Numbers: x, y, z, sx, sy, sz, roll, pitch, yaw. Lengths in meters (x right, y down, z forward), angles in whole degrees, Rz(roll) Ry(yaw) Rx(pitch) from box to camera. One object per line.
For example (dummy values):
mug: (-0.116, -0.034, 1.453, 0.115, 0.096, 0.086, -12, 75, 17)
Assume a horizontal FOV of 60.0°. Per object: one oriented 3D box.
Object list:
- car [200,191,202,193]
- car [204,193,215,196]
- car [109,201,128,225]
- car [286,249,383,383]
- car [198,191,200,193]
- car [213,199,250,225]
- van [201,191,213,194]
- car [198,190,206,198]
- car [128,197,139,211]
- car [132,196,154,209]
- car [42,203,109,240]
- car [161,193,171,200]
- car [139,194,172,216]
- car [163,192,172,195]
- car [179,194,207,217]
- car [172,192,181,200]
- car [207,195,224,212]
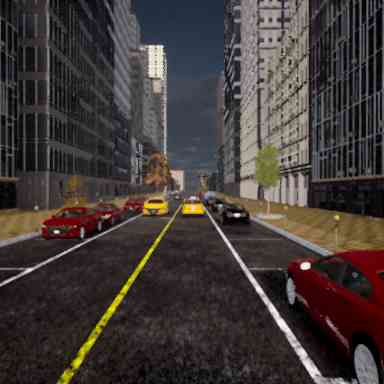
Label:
car: (2.692, 0.959, 56.064, 1.967, 1.590, 4.097, 0, 1, 0)
car: (2.692, 1.188, 44.681, 1.947, 1.339, 4.313, 0, 1, 0)
car: (-5.689, 1.401, 21.921, 1.802, 1.307, 4.206, 0, 0, 0)
car: (2.692, 1.506, 4.837, 1.887, 1.381, 4.507, 0, 0, 0)
car: (2.693, 0.618, 78.831, 2.192, 1.841, 5.009, 0, 1, 0)
car: (2.692, 1.385, 21.913, 1.947, 1.339, 4.313, 0, 0, 0)
van: (2.692, 0.912, 50.372, 1.690, 1.788, 3.998, 0, 1, 0)
car: (2.692, 0.508, 90.215, 2.192, 1.841, 5.009, 0, 1, 0)
car: (-5.689, 1.267, 33.305, 1.887, 1.381, 4.507, 0, 0, 0)
car: (-5.689, 1.239, 38.997, 1.947, 1.339, 4.313, 0, 0, 0)
car: (-5.689, 1.412, 16.227, 1.887, 1.381, 4.507, 0, 0, 0)
car: (-5.689, 0.909, 73.152, 2.008, 1.369, 4.403, 0, 1, 0)
car: (-3.099, 1.236, 29.091, 1.882, 1.535, 5.008, 0, 0, 0)
car: (-5.689, 0.939, 67.289, 1.752, 1.417, 4.829, 0, 1, 0)
car: (0.096, 1.218, 28.652, 1.801, 1.575, 5.366, 0, 0, 0)
car: (-3.001, 0.889, 69.669, 2.128, 1.511, 4.902, 0, 1, 0)
car: (2.692, 1.288, 33.297, 1.947, 1.339, 4.313, 0, 0, 0)
